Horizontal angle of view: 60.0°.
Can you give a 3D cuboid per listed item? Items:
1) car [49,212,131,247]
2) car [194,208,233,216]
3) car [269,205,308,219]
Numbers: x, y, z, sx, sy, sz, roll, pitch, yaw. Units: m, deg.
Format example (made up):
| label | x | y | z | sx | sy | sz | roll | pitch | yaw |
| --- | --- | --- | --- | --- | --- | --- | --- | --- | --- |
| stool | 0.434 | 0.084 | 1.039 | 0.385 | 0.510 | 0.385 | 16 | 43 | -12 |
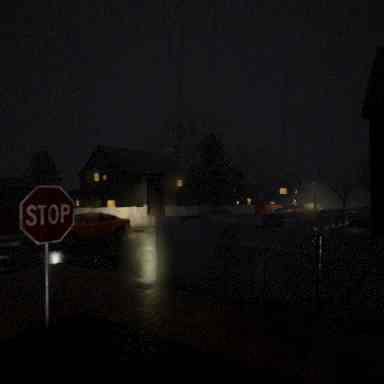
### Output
| label | x | y | z | sx | sy | sz | roll | pitch | yaw |
| --- | --- | --- | --- | --- | --- | --- | --- | --- | --- |
| car | -5.323 | 1.783 | 16.884 | 1.882 | 1.535 | 5.008 | -1 | -2 | 35 |
| car | 1.563 | 2.077 | 26.543 | 1.837 | 1.490 | 4.892 | -1 | -1 | 35 |
| car | 9.021 | 2.274 | 31.934 | 2.033 | 1.411 | 5.357 | -1 | -2 | 36 |
